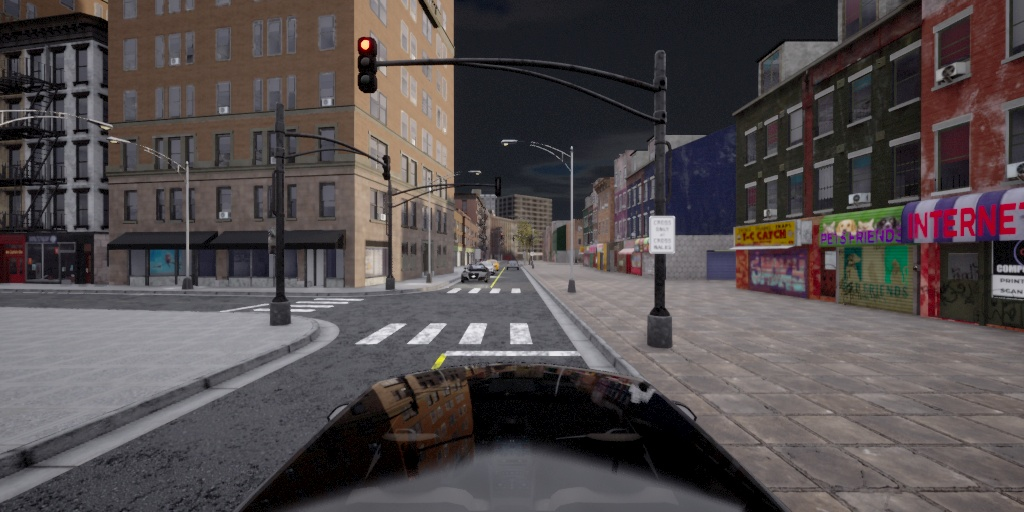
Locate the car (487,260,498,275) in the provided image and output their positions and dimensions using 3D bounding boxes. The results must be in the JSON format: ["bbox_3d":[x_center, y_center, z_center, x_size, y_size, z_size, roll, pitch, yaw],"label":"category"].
[{"bbox_3d":[-2.778,1.282,38.086,1.812,1.442,4.674,0,0,0],"label":"car"}]

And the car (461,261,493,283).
[{"bbox_3d":[-2.798,1.317,28.176,1.994,1.385,4.181,0,0,0],"label":"car"}]

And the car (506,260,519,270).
[{"bbox_3d":[0.102,1.310,52.801,2.033,1.411,5.357,0,0,0],"label":"car"}]
